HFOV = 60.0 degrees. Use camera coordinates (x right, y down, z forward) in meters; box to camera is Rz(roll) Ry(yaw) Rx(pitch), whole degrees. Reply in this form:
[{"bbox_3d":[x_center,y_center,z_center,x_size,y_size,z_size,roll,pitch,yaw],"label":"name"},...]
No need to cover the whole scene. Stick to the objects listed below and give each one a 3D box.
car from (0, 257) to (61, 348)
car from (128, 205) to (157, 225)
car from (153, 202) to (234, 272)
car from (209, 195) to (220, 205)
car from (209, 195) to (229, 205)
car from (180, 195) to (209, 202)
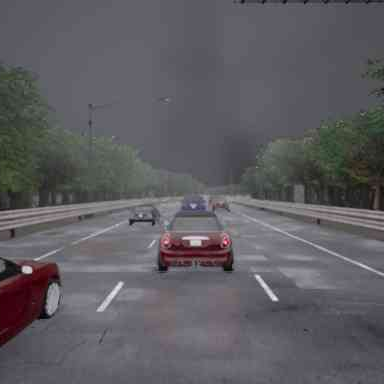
[{"bbox_3d":[-3.401,1.486,4.322,1.882,1.535,5.008,0,0,0],"label":"car"},{"bbox_3d":[-3.396,1.626,24.549,2.033,1.411,5.357,0,0,0],"label":"car"},{"bbox_3d":[0.099,1.378,10.985,2.097,1.767,4.553,0,0,0],"label":"car"},{"bbox_3d":[4.368,1.541,65.708,2.150,2.045,5.566,0,-1,3],"label":"car"},{"bbox_3d":[3.685,1.509,43.824,2.097,1.767,4.553,0,0,1],"label":"car"},{"bbox_3d":[0.129,1.328,29.887,2.150,2.045,5.566,0,0,0],"label":"car"}]
